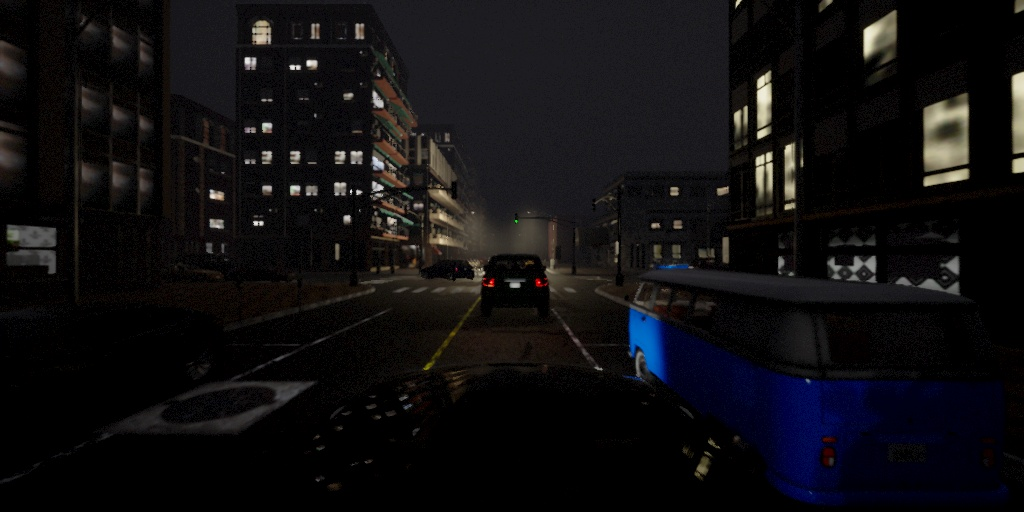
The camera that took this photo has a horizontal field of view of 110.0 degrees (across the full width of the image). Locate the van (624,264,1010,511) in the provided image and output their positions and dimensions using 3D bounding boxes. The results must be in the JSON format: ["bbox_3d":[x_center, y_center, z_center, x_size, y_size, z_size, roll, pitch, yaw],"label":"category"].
[{"bbox_3d":[2.657,1.084,4.266,1.690,1.789,3.998,0,0,0],"label":"van"}]

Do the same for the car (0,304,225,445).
[{"bbox_3d":[-5.690,1.310,4.293,1.948,1.339,4.313,0,0,0],"label":"car"}]

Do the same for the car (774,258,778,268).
[{"bbox_3d":[20.447,1.063,25.161,5.009,1.841,2.192,0,0,0],"label":"car"}]

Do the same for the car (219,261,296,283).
[{"bbox_3d":[-17.464,1.222,25.076,4.207,1.307,1.802,0,0,0],"label":"car"}]

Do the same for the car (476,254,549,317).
[{"bbox_3d":[0.110,0.944,13.168,2.150,2.045,5.566,0,0,0],"label":"car"}]

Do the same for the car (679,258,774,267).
[{"bbox_3d":[14.923,1.045,25.149,5.009,1.841,2.192,0,0,0],"label":"car"}]

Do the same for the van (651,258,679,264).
[{"bbox_3d":[14.902,1.090,33.529,3.998,1.789,1.690,0,0,0],"label":"van"}]

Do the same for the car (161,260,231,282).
[{"bbox_3d":[-22.956,1.155,25.063,4.829,1.417,1.751,0,0,0],"label":"car"}]

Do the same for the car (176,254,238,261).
[{"bbox_3d":[-22.872,0.857,27.657,5.566,2.045,2.150,0,0,0],"label":"car"}]

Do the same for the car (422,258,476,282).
[{"bbox_3d":[-5.139,1.029,28.447,4.553,1.767,2.097,0,0,41],"label":"car"}]
